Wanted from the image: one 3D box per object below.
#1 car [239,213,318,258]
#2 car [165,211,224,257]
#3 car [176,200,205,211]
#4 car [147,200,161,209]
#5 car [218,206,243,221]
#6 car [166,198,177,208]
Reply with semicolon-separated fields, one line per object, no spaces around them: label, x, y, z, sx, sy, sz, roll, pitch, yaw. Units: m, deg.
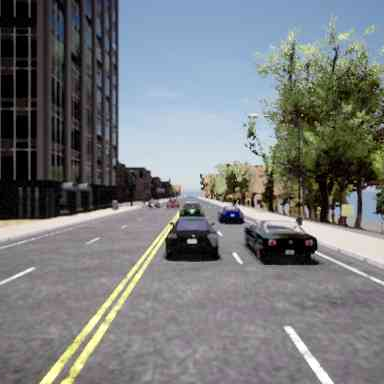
car;3.269;1.731;13.245;1.895;1.301;4.718;0;-1;0
car;0.023;1.697;13.543;1.994;1.385;4.181;0;0;1
car;0.022;1.628;28.416;2.097;1.767;4.553;0;-1;0
car;-6.524;2.053;57.529;2.128;1.511;4.902;0;-1;1
car;3.271;1.843;28.528;1.994;1.385;4.181;0;0;1
car;-3.274;1.912;57.599;2.097;1.767;4.553;0;0;1
